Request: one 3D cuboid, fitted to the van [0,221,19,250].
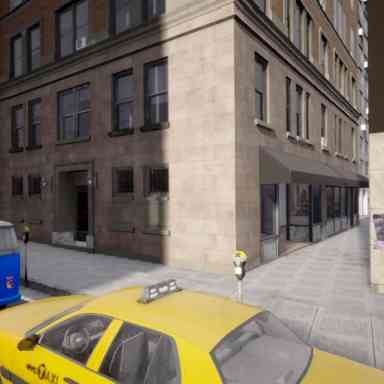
[{"bbox_3d":[-4.979,1.342,6.433,3.998,1.788,1.690,0,-1,36],"label":"van"}]

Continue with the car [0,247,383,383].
[{"bbox_3d":[-0.508,1.526,3.225,4.829,1.417,1.752,0,-1,36],"label":"car"}]
